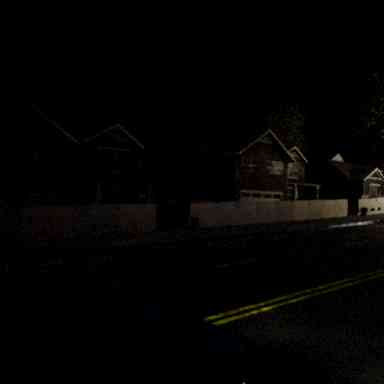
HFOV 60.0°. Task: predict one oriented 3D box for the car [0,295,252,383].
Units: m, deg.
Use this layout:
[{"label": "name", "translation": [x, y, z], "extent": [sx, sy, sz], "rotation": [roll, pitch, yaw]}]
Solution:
[{"label": "car", "translation": [-1.744, 1.477, 2.192], "extent": [5.008, 1.535, 1.882], "rotation": [0, 0, -36]}]
